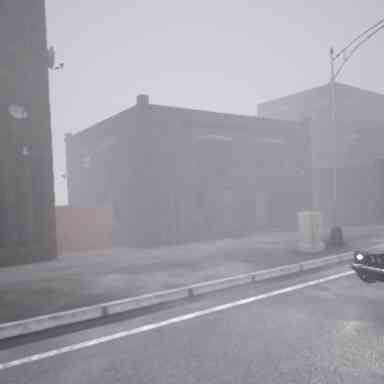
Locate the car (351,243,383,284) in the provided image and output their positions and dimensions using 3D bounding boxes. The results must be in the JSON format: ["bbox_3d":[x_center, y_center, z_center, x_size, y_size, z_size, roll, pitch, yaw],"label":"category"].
[{"bbox_3d":[6.005,1.552,8.278,4.718,1.301,1.895,-1,0,-35],"label":"car"}]
